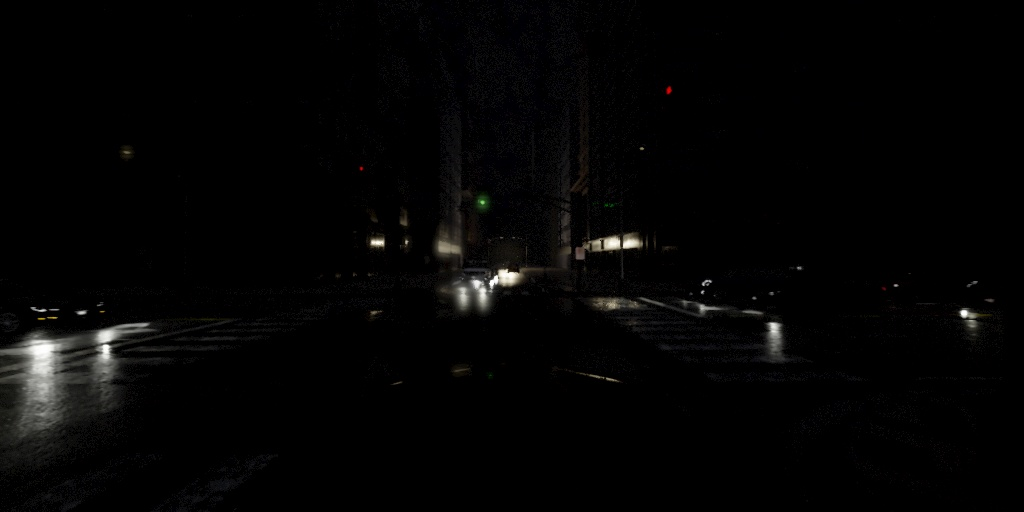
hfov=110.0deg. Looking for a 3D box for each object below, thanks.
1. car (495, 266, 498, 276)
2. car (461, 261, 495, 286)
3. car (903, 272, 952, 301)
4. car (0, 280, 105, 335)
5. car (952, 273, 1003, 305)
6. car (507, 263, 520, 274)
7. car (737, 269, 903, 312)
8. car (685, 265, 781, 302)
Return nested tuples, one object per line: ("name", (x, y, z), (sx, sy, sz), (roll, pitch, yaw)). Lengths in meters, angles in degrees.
("car", (-2.918, 1.940, 40.923), (1.895, 1.301, 4.718), (0, -1, 0))
("car", (-2.967, 1.408, 30.863), (2.150, 2.045, 5.566), (0, -1, 0))
("car", (19.946, 1.444, 17.327), (4.718, 1.301, 1.895), (0, -1, 0))
("car", (-15.285, 1.465, 10.860), (4.892, 1.490, 1.837), (0, -1, 3))
("car", (20.961, 1.149, 14.074), (4.553, 1.767, 2.097), (0, -1, 0))
("car", (0.271, 2.109, 59.665), (1.882, 1.535, 5.008), (0, -1, 0))
("car", (11.911, 1.376, 14.122), (4.674, 1.442, 1.812), (0, -1, 2))
("car", (10.954, 1.249, 17.424), (4.553, 1.767, 2.097), (0, -1, 2))
